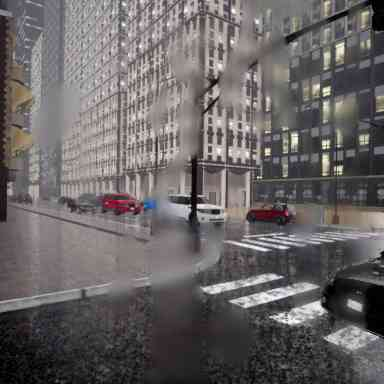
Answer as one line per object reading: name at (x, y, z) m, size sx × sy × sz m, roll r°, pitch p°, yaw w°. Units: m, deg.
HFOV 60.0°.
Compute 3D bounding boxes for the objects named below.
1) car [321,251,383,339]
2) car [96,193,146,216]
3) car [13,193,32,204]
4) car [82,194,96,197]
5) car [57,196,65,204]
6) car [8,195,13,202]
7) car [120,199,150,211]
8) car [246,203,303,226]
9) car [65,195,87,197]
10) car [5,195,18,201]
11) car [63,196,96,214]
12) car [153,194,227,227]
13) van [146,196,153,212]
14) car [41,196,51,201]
car at (4.405, 1.566, 5.749) m, size 4.181 × 1.385 × 1.994 m, roll 0°, pitch 0°, yaw -18°
car at (-6.874, 1.156, 31.797) m, size 2.150 × 2.045 × 5.566 m, roll 1°, pitch -1°, yaw -35°
car at (-30.503, 1.155, 60.549) m, size 2.192 × 1.841 × 5.009 m, roll 1°, pitch -1°, yaw -35°
car at (-15.195, 1.448, 49.007) m, size 1.882 × 1.535 × 5.008 m, roll 1°, pitch -1°, yaw -36°
car at (-22.510, 1.484, 59.284) m, size 1.812 × 1.442 × 4.674 m, roll 1°, pitch -1°, yaw -35°
car at (-37.055, 1.396, 69.752) m, size 1.947 × 1.339 × 4.313 m, roll 1°, pitch -1°, yaw -35°
car at (-7.309, 1.584, 42.388) m, size 2.008 × 1.369 × 4.403 m, roll 1°, pitch -1°, yaw -35°
car at (5.790, 1.505, 23.977) m, size 1.967 × 1.590 × 4.097 m, roll 1°, pitch -1°, yaw -35°
car at (-14.433, 1.479, 42.463) m, size 1.994 × 1.385 × 4.181 m, roll 1°, pitch -1°, yaw -35°
car at (-40.328, 1.377, 74.355) m, size 2.008 × 1.369 × 4.403 m, roll 1°, pitch -1°, yaw -35°
car at (-10.863, 1.427, 32.928) m, size 2.008 × 1.369 × 4.403 m, roll 1°, pitch -1°, yaw -35°
car at (-0.088, 1.170, 22.257) m, size 2.150 × 2.045 × 5.566 m, roll 1°, pitch -1°, yaw -35°
van at (-4.031, 1.382, 37.787) m, size 1.690 × 1.788 × 3.998 m, roll 1°, pitch -1°, yaw -35°
car at (-36.776, 1.570, 83.814) m, size 1.802 × 1.307 × 4.206 m, roll 1°, pitch -1°, yaw -35°
